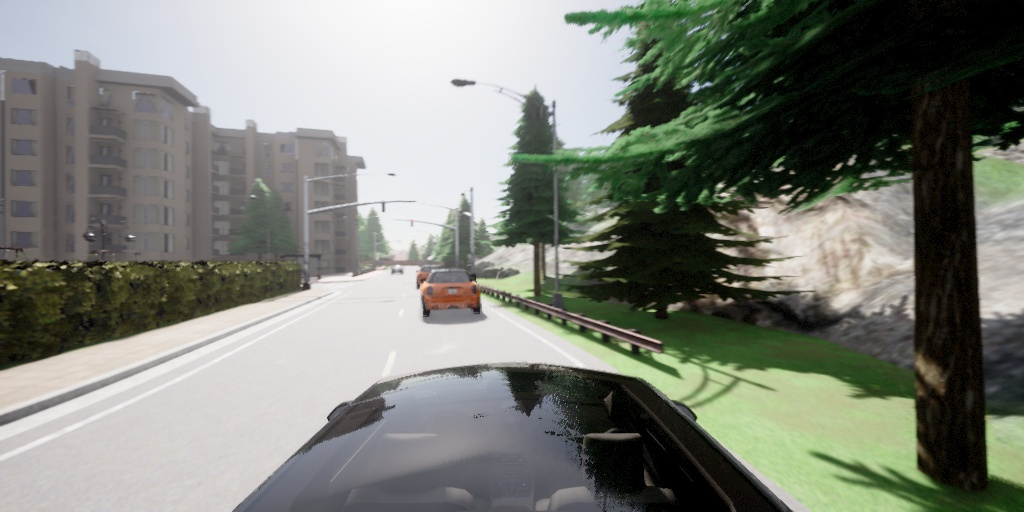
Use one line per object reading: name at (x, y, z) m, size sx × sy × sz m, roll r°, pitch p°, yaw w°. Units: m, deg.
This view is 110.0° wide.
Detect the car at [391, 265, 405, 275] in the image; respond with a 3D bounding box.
car at (-18.195, 2.164, 57.091) m, size 2.128 × 1.511 × 4.902 m, roll -1°, pitch -1°, yaw -15°

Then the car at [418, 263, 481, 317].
car at (-2.633, 1.290, 14.644) m, size 2.097 × 1.767 × 4.553 m, roll -1°, pitch -1°, yaw -15°

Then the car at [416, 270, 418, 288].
car at (-6.524, 1.511, 28.602) m, size 2.097 × 1.767 × 4.553 m, roll -1°, pitch -1°, yaw -15°
